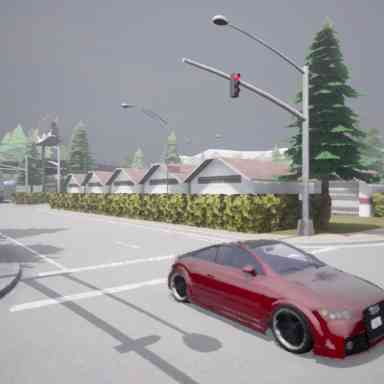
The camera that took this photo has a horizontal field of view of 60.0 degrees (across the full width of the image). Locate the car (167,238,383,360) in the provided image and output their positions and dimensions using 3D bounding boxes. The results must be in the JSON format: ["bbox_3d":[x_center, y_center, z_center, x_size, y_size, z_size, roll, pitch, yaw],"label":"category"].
[{"bbox_3d":[1.340,1.617,6.215,1.994,1.385,4.181,0,1,-39],"label":"car"}]
